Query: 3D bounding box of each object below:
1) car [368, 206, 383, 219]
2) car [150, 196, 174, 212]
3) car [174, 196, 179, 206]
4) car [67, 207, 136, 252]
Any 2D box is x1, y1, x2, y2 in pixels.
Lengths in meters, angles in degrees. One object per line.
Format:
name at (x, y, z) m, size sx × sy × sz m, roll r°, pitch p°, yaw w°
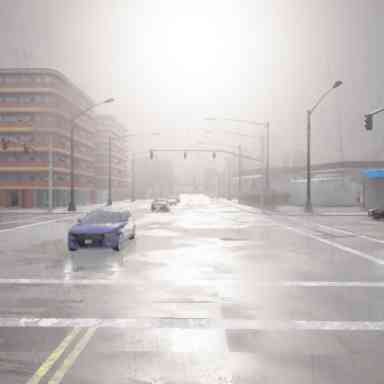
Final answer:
car at (16.630, 1.505, 26.469) m, size 4.892 × 1.490 × 1.837 m, roll 0°, pitch 0°, yaw 0°
car at (-3.622, 1.491, 38.417) m, size 2.128 × 1.511 × 4.902 m, roll 0°, pitch 0°, yaw 2°
car at (-3.534, 1.525, 55.335) m, size 1.812 × 1.442 × 4.674 m, roll 0°, pitch 0°, yaw 0°
car at (-3.574, 1.442, 13.962) m, size 1.882 × 1.535 × 5.008 m, roll 0°, pitch 0°, yaw 0°
